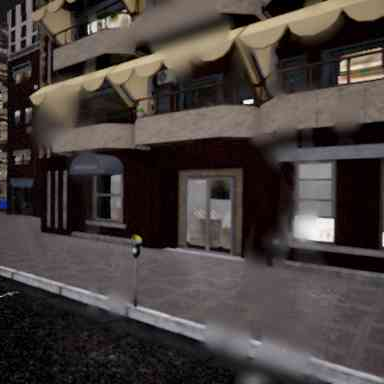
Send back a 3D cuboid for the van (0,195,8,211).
[{"bbox_3d":[-20.946,1.218,35.313,1.690,1.788,3.998,0,-1,35],"label":"van"}]
